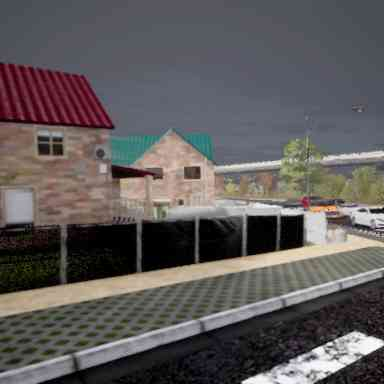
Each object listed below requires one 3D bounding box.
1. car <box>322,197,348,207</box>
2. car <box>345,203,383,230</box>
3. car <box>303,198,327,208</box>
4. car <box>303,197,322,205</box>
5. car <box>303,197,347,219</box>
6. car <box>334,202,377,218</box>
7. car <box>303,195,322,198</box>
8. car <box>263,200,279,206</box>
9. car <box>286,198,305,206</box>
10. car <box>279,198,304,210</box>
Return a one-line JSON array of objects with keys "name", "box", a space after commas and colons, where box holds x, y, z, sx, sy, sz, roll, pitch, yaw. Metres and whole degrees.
[{"name": "car", "box": [22.894, 1.591, 53.405, 2.128, 1.511, 4.902, -2, 0, 0]}, {"name": "car", "box": [12.792, 1.746, 23.281, 1.812, 1.442, 4.674, -2, 0, 2]}, {"name": "car", "box": [19.648, 1.702, 53.438, 2.128, 1.511, 4.902, -2, 0, 0]}, {"name": "car", "box": [22.984, 1.659, 63.832, 1.837, 1.490, 4.892, -2, 0, 0]}, {"name": "car", "box": [12.868, 1.634, 32.325, 2.097, 1.767, 4.553, -2, 0, 1]}, {"name": "car", "box": [16.136, 1.778, 33.110, 1.895, 1.301, 4.718, -2, 0, 1]}, {"name": "car", "box": [16.249, 1.475, 44.016, 2.150, 2.045, 5.566, -2, -1, 1]}, {"name": "car", "box": [13.139, 2.046, 55.221, 1.895, 1.301, 4.718, -2, 0, 1]}, {"name": "car", "box": [19.738, 1.843, 63.860, 2.033, 1.411, 5.357, -2, 0, 0]}, {"name": "car", "box": [12.970, 1.840, 41.861, 2.128, 1.511, 4.902, -2, 0, 1]}]
